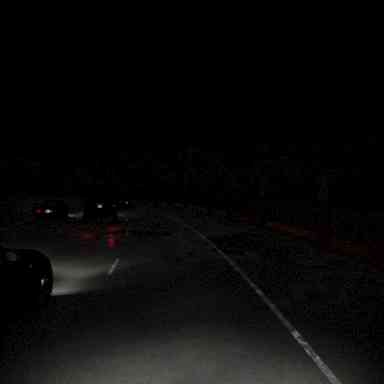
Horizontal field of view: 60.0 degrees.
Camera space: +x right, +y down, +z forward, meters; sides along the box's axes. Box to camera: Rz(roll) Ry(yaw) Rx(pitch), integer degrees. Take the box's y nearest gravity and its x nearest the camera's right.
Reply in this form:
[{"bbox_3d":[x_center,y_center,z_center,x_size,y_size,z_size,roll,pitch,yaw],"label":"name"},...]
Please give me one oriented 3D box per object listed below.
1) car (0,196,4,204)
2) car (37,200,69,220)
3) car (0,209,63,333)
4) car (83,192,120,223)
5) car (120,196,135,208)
[{"bbox_3d":[-23.227,1.181,38.983,1.837,1.490,4.892,0,0,-25],"label":"car"},{"bbox_3d":[-10.367,1.331,24.851,2.033,1.411,5.357,0,1,-15],"label":"car"},{"bbox_3d":[-3.731,1.313,4.735,2.097,1.767,4.553,0,1,-3],"label":"car"},{"bbox_3d":[-6.574,1.004,24.016,2.150,2.045,5.566,0,1,-14],"label":"car"},{"bbox_3d":[-8.243,1.197,40.009,1.994,1.385,4.181,0,1,-22],"label":"car"}]
